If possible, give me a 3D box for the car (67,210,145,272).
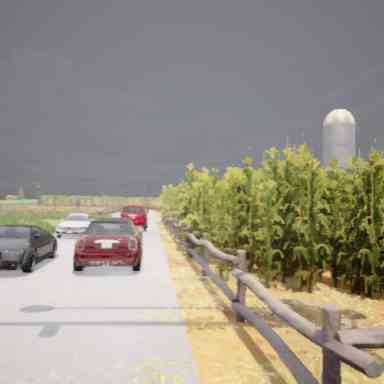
[{"bbox_3d":[-2.909,1.721,12.293,2.097,1.767,4.553,2,-2,-8],"label":"car"}]

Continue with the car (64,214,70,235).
[{"bbox_3d":[-7.343,2.107,21.480,1.812,1.442,4.674,2,-2,-7],"label":"car"}]

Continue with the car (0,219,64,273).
[{"bbox_3d":[-6.088,1.830,11.448,1.994,1.385,4.181,2,-2,-7],"label":"car"}]

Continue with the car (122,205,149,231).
[{"bbox_3d":[-4.815,2.076,27.679,2.150,2.045,5.566,2,-2,-7],"label":"car"}]
